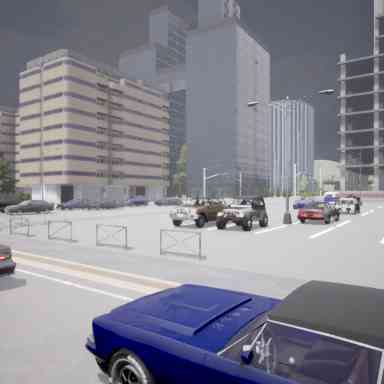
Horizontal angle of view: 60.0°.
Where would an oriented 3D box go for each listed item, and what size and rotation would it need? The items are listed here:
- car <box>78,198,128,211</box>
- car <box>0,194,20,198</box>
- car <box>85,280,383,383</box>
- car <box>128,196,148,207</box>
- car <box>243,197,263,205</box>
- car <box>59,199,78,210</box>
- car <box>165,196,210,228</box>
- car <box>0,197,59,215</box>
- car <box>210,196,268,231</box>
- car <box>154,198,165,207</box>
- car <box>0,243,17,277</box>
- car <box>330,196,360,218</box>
[{"bbox_3d":[-10.981,1.547,41.564,2.033,1.411,5.357,0,0,34],"label":"car"},{"bbox_3d":[-20.259,1.222,34.031,2.150,2.045,5.566,0,0,34],"label":"car"},{"bbox_3d":[1.120,1.601,3.191,4.718,1.301,1.895,0,0,35],"label":"car"},{"bbox_3d":[-8.870,1.352,50.934,2.097,1.767,4.553,0,0,35],"label":"car"},{"bbox_3d":[11.358,1.601,61.948,1.895,1.301,4.718,0,0,35],"label":"car"},{"bbox_3d":[-14.549,1.547,42.539,2.033,1.411,5.357,0,0,34],"label":"car"},{"bbox_3d":[0.645,1.153,20.945,1.932,1.855,4.605,0,0,34],"label":"car"},{"bbox_3d":[-16.312,1.526,33.593,1.812,1.442,4.674,0,0,34],"label":"car"},{"bbox_3d":[3.012,1.156,19.279,1.905,1.878,3.866,0,0,34],"label":"car"},{"bbox_3d":[-3.711,1.547,52.362,2.033,1.411,5.357,0,0,34],"label":"car"},{"bbox_3d":[-6.724,1.547,8.707,5.357,1.411,2.033,0,0,35],"label":"car"},{"bbox_3d":[15.038,1.395,32.232,1.970,1.475,3.806,0,0,34],"label":"car"}]
